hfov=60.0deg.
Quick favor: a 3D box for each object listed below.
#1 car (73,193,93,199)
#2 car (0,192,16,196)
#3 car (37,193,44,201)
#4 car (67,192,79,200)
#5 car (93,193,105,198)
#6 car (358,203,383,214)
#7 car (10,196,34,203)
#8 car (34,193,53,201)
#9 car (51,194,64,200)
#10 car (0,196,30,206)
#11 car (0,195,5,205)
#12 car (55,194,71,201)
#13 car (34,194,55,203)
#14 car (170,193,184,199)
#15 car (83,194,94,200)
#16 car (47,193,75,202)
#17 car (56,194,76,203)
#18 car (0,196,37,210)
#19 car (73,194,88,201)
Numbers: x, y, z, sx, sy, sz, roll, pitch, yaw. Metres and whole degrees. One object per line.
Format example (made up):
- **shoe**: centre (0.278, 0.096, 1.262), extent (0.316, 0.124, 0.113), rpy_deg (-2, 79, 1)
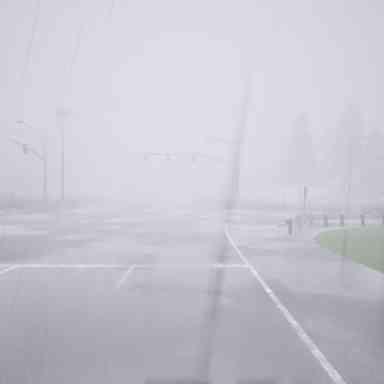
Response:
- **car**: centre (-21.129, 1.220, 63.861), extent (1.882, 1.535, 5.008), rpy_deg (0, 0, 1)
- **car**: centre (-24.666, 1.059, 42.663), extent (2.150, 2.045, 5.566), rpy_deg (0, 0, 0)
- **car**: centre (-24.666, 1.272, 55.244), extent (2.128, 1.511, 4.902), rpy_deg (0, 0, 0)
- **car**: centre (-29.587, 1.014, 82.800), extent (2.097, 1.767, 4.553), rpy_deg (0, 0, -10)
- **car**: centre (-21.211, 1.057, 73.005), extent (2.097, 1.767, 4.553), rpy_deg (0, 0, -3)
- **car**: centre (17.364, 1.386, 29.346), extent (4.902, 1.511, 2.128), rpy_deg (0, 0, 8)
- **car**: centre (-31.602, 1.351, 61.979), extent (1.895, 1.301, 4.718), rpy_deg (0, 0, 0)
- **car**: centre (-31.665, 1.066, 70.920), extent (2.097, 1.767, 4.553), rpy_deg (0, 0, 0)
- **car**: centre (-32.827, 1.190, 81.209), extent (2.128, 1.511, 4.902), rpy_deg (0, 0, -10)
- **car**: centre (-28.162, 1.337, 52.987), extent (2.033, 1.411, 5.357), rpy_deg (0, 0, 0)
- **car**: centre (-31.660, 1.284, 51.993), extent (2.128, 1.511, 4.902), rpy_deg (0, 0, 0)
- **car**: centre (-28.227, 1.202, 72.967), extent (1.837, 1.490, 4.892), rpy_deg (0, 0, -3)
- **car**: centre (-28.105, 1.248, 63.610), extent (1.837, 1.490, 4.892), rpy_deg (0, 0, 0)
- **car**: centre (-3.923, 0.959, 95.196), extent (2.097, 1.767, 4.553), rpy_deg (0, 0, -18)
- **car**: centre (-26.468, 1.189, 84.909), extent (2.033, 1.411, 5.357), rpy_deg (0, 0, -10)
- **car**: centre (-21.173, 1.336, 53.372), extent (2.033, 1.411, 5.357), rpy_deg (0, 0, 0)
- **car**: centre (-24.608, 1.214, 65.094), extent (1.882, 1.535, 5.008), rpy_deg (0, 0, 0)
- **car**: centre (-21.163, 1.447, 40.331), extent (1.895, 1.301, 4.718), rpy_deg (0, 0, 0)
- **car**: centre (-24.843, 1.173, 74.528), extent (1.882, 1.535, 5.008), rpy_deg (0, 0, -3)
